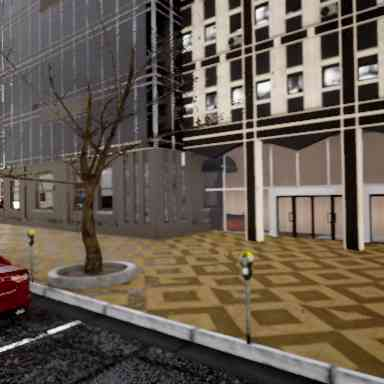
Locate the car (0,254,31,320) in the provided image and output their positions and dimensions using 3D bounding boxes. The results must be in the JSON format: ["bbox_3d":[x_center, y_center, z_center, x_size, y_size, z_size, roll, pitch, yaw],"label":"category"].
[{"bbox_3d":[-4.894,1.614,6.376,4.507,1.381,1.887,-1,-1,36],"label":"car"}]
